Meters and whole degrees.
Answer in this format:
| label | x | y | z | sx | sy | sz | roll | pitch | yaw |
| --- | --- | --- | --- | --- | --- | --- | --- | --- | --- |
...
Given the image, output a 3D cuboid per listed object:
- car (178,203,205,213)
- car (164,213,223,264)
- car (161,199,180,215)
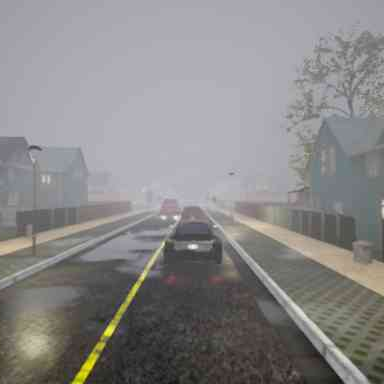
| label | x | y | z | sx | sy | sz | roll | pitch | yaw |
| --- | --- | --- | --- | --- | --- | --- | --- | --- | --- |
| car | 0.057 | 1.885 | 28.493 | 1.882 | 1.535 | 5.008 | 0 | -1 | 0 |
| car | 0.050 | 1.718 | 12.505 | 1.994 | 1.385 | 4.181 | 0 | -1 | 0 |
| car | -2.778 | 1.876 | 43.341 | 2.150 | 2.045 | 5.566 | 0 | -1 | 1 |
